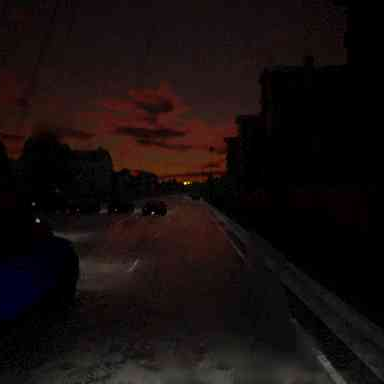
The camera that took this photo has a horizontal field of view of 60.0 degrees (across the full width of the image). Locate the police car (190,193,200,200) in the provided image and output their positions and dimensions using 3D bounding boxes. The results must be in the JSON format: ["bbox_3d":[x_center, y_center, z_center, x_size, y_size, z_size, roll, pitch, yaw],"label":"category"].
[{"bbox_3d":[1.027,1.237,85.889,1.930,1.638,5.238,0,0,0],"label":"police car"}]

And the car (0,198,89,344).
[{"bbox_3d":[-3.401,1.211,4.515,2.150,2.045,5.566,0,0,0],"label":"car"}]

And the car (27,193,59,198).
[{"bbox_3d":[-13.908,1.151,31.877,2.150,2.045,5.566,0,0,0],"label":"car"}]

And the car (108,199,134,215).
[{"bbox_3d":[-6.908,1.419,32.740,2.128,1.511,4.902,0,0,0],"label":"car"}]

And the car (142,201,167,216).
[{"bbox_3d":[-3.408,1.532,31.209,1.895,1.301,4.718,0,0,0],"label":"car"}]

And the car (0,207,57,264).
[{"bbox_3d":[-6.903,1.450,12.230,1.882,1.535,5.008,0,0,0],"label":"car"}]

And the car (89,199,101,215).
[{"bbox_3d":[-10.409,1.419,32.747,2.128,1.511,4.902,0,0,0],"label":"car"}]
